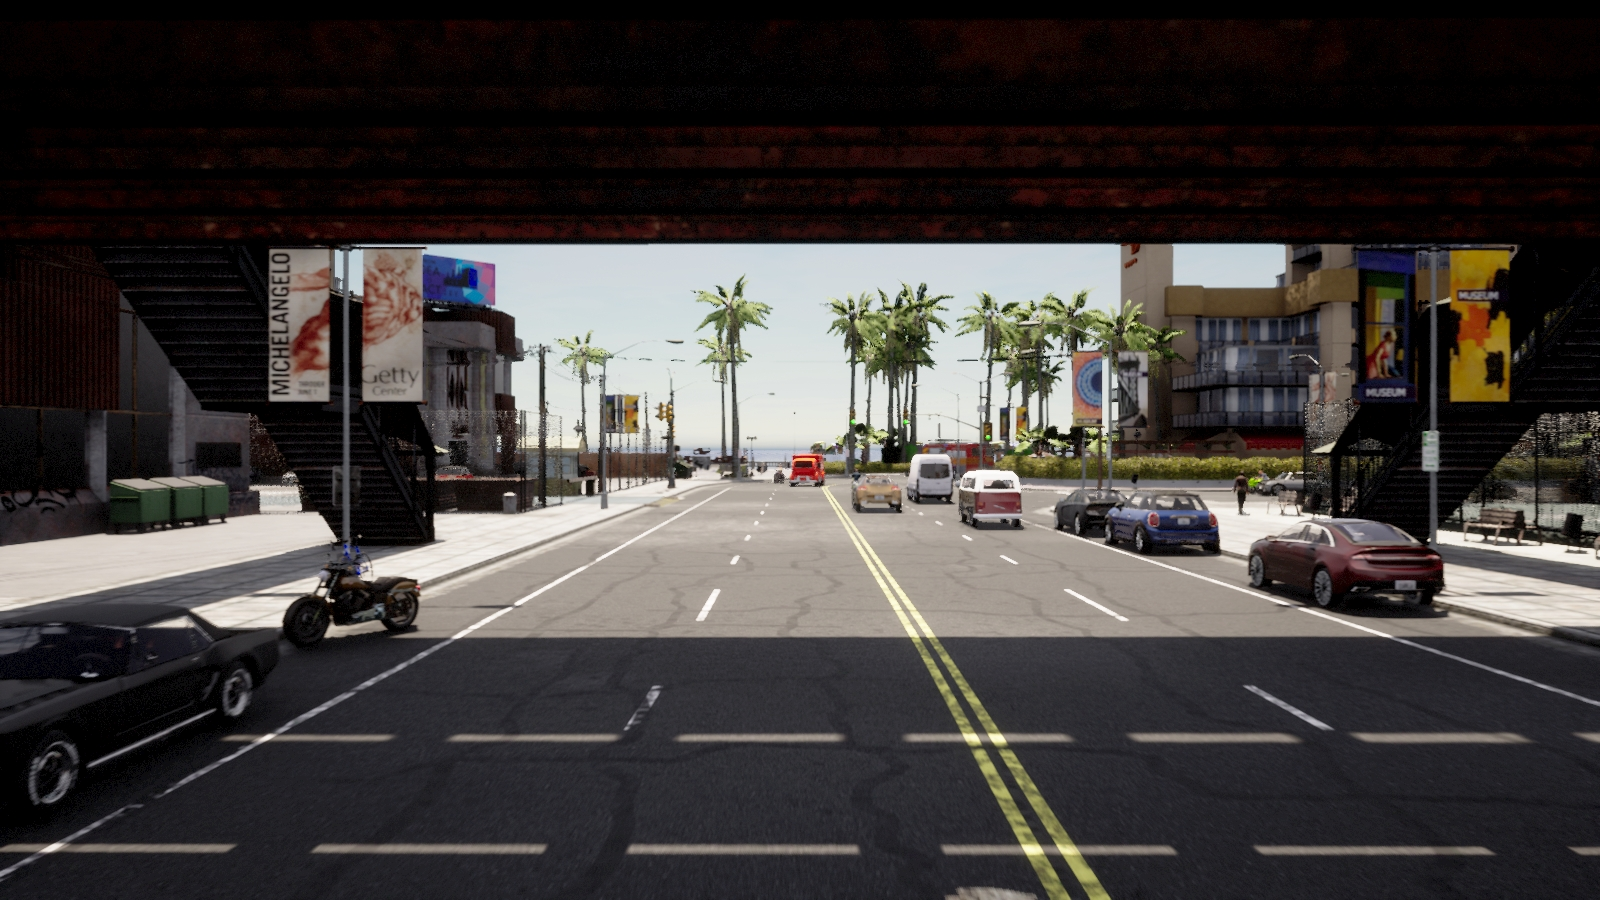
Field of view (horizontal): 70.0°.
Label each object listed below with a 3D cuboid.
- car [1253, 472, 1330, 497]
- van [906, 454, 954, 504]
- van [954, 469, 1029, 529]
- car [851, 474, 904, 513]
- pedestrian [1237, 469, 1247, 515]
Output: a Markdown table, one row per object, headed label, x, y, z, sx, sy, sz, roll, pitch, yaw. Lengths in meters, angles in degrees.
| label | x | y | z | sx | sy | sz | roll | pitch | yaw |
| --- | --- | --- | --- | --- | --- | --- | --- | --- | --- |
| car | 29.813 | 2.065 | 69.378 | 3.806 | 1.475 | 1.970 | 0 | 0 | 0 |
| van | 7.049 | 1.534 | 62.565 | 1.988 | 2.561 | 5.915 | 0 | 0 | 0 |
| van | 7.076 | 1.782 | 42.702 | 2.069 | 2.038 | 4.480 | 0 | 0 | 0 |
| car | 3.567 | 1.991 | 53.678 | 2.152 | 1.651 | 5.027 | 0 | 0 | 0 |
| pedestrian | 18.000 | 1.696 | 46.535 | 0.375 | 1.860 | 0.375 | 0 | 0 | 17 |
